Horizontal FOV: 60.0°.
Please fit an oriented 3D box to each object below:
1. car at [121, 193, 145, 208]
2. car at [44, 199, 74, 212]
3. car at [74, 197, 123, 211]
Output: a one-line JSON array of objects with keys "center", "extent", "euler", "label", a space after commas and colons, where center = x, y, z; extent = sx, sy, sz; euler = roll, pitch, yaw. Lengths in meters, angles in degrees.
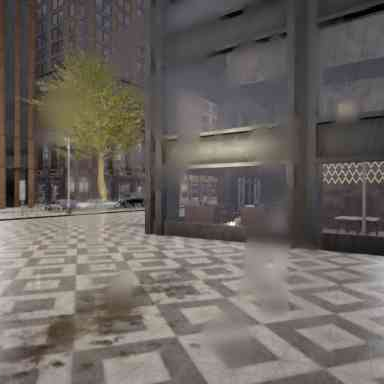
[{"center": [-8.435, 1.106, 46.290], "extent": [2.150, 2.045, 5.566], "euler": [0, 0, 35], "label": "car"}, {"center": [-14.516, 1.472, 37.796], "extent": [1.994, 1.385, 4.181], "euler": [0, 0, 35], "label": "car"}, {"center": [-10.527, 1.514, 37.868], "extent": [1.895, 1.301, 4.718], "euler": [0, 0, 36], "label": "car"}]
